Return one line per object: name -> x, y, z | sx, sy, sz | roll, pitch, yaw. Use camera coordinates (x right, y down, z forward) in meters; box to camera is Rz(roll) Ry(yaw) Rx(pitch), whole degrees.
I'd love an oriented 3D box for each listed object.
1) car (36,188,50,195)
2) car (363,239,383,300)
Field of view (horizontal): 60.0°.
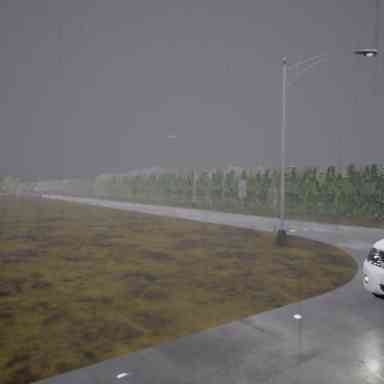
car -> -37.012, -0.120, 83.436 | 1.882, 1.535, 5.008 | 1, 0, -35
car -> 6.024, 1.251, 7.236 | 5.566, 2.045, 2.150 | 0, 0, -35
